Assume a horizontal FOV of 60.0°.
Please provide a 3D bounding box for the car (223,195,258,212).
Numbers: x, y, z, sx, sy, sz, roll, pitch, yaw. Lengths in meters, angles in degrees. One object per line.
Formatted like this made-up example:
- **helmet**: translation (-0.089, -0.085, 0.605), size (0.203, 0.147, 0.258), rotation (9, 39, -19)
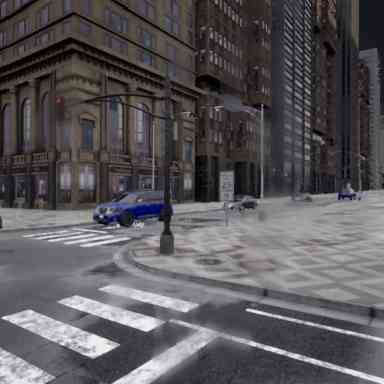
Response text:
- **car**: translation (4.731, 1.062, 32.279), size (2.128, 1.511, 4.902), rotation (0, 1, 34)

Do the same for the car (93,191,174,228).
- **car**: translation (-3.464, 0.984, 20.825), size (2.150, 2.045, 5.566), rotation (0, 1, 36)

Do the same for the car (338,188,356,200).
- **car**: translation (27.002, 0.359, 57.879), size (2.150, 2.045, 5.566), rotation (0, 1, 36)

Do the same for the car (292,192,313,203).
- **car**: translation (15.810, 0.813, 47.625), size (2.128, 1.511, 4.902), rotation (0, 1, 36)
